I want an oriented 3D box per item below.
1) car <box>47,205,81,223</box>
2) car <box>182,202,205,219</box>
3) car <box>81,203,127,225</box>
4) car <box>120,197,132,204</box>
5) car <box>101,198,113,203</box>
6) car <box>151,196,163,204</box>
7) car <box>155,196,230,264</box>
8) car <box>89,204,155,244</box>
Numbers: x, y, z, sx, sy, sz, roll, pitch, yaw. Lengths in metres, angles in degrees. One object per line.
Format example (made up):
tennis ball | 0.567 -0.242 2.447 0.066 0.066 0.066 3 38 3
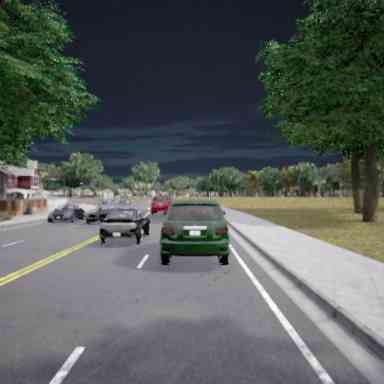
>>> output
car | -9.883 1.712 26.560 1.994 1.385 4.181 0 0 0
car | 0.079 1.726 32.246 2.033 1.411 5.357 0 0 -1
car | -6.611 1.742 25.435 1.895 1.301 4.718 0 0 0
car | -13.352 1.846 66.902 2.128 1.511 4.902 0 0 -21
car | -17.253 1.875 67.683 1.812 1.442 4.674 0 0 -24
car | -3.277 1.421 36.488 2.150 2.045 5.566 0 0 -2
car | 0.095 1.290 12.188 2.150 2.045 5.566 0 0 0
car | -3.155 1.584 16.405 2.128 1.511 4.902 0 0 0
